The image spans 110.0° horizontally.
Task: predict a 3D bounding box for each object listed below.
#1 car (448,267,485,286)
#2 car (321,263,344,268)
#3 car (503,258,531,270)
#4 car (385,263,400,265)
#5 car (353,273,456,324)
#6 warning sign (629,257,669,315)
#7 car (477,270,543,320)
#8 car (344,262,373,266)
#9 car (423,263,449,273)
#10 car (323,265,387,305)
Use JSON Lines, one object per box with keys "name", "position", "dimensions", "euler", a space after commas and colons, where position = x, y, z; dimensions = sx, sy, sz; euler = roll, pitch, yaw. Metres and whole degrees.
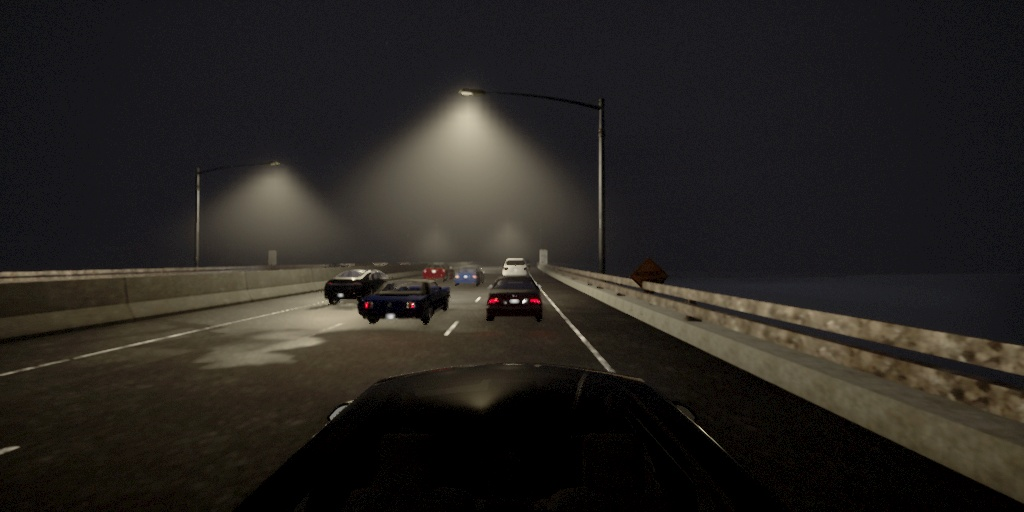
{"name": "car", "position": [-3.232, 1.534, 27.985], "dimensions": [2.033, 1.411, 5.357], "euler": [0, -1, 1]}
{"name": "car", "position": [-23.957, 1.680, 48.343], "dimensions": [2.128, 1.511, 4.902], "euler": [0, -1, 2]}
{"name": "car", "position": [0.355, 1.244, 31.988], "dimensions": [2.150, 2.045, 5.566], "euler": [0, -1, 1]}
{"name": "car", "position": [-16.901, 1.682, 50.207], "dimensions": [1.882, 1.535, 5.008], "euler": [0, -1, 2]}
{"name": "car", "position": [-3.402, 1.444, 12.366], "dimensions": [1.895, 1.301, 4.718], "euler": [0, 0, 1]}
{"name": "warning sign", "position": [4.579, 0.954, 11.925], "dimensions": [1.300, 1.860, 1.060], "euler": [0, 0, 0]}
{"name": "car", "position": [0.107, 1.396, 13.043], "dimensions": [2.033, 1.411, 5.357], "euler": [0, 0, 1]}
{"name": "car", "position": [-20.438, 1.546, 48.905], "dimensions": [2.097, 1.767, 4.553], "euler": [0, -1, 2]}
{"name": "car", "position": [-6.631, 1.385, 32.825], "dimensions": [2.097, 1.767, 4.553], "euler": [0, -1, 1]}
{"name": "car", "position": [-6.846, 1.374, 16.815], "dimensions": [2.128, 1.511, 4.902], "euler": [0, -1, 1]}
